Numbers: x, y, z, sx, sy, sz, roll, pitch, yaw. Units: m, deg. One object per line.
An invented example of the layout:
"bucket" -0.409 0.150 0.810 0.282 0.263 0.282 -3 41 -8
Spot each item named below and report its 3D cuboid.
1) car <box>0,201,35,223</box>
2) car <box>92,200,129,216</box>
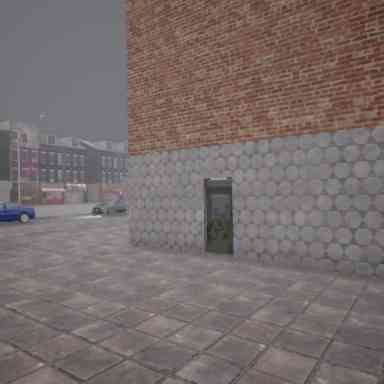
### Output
"car" -13.220 1.430 22.441 1.882 1.535 5.008 -2 0 35
"car" -7.227 1.405 30.940 1.994 1.385 4.181 -2 0 35
